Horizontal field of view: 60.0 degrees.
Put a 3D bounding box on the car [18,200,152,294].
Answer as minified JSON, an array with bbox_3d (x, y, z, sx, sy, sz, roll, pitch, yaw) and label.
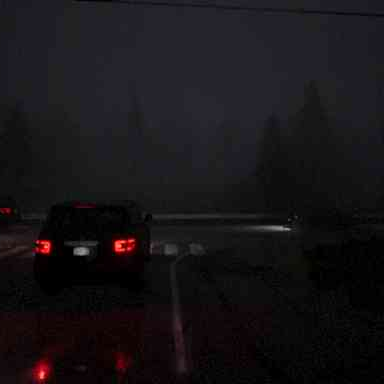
[{"bbox_3d":[-2.326,1.228,9.020,2.150,2.045,5.566,0,0,-5],"label":"car"}]

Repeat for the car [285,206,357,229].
[{"bbox_3d":[8.130,1.581,21.124,4.181,1.385,1.994,0,0,-4],"label":"car"}]

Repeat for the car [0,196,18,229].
[{"bbox_3d":[-13.131,1.235,19.550,5.566,2.045,2.150,0,0,-4],"label":"car"}]
